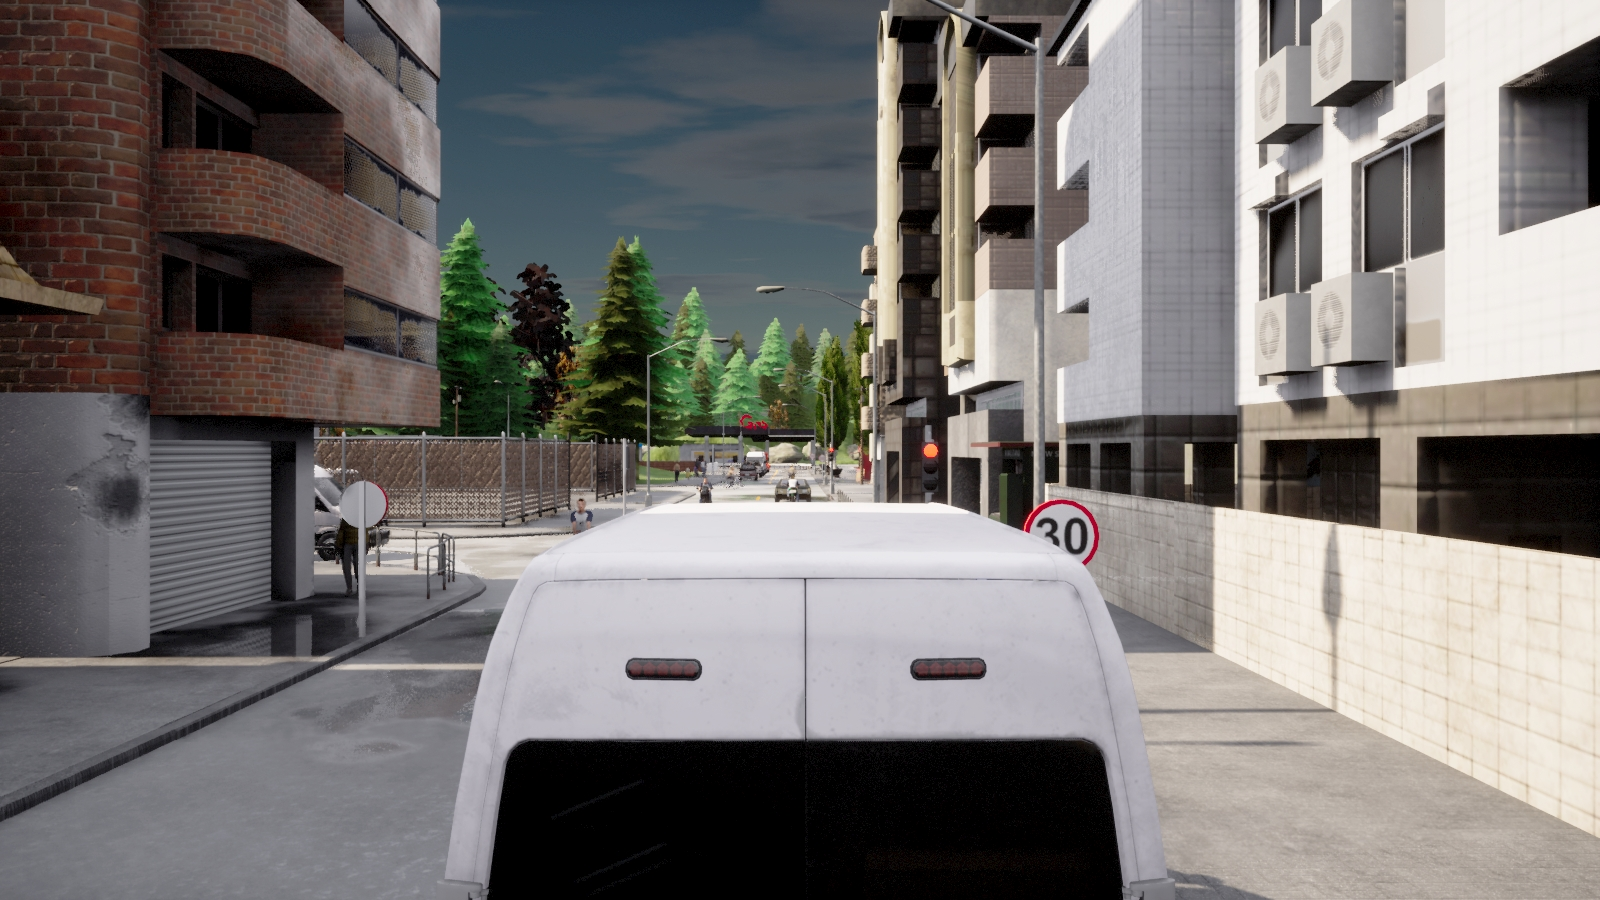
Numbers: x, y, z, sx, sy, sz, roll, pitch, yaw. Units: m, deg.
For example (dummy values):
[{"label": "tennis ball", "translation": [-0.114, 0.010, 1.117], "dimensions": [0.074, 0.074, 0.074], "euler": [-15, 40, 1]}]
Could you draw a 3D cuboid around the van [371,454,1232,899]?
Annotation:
[{"label": "van", "translation": [-0.009, 1.312, 5.597], "dimensions": [1.988, 2.561, 5.915], "euler": [0, 0, 0]}]

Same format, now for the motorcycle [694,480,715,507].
[{"label": "motorcycle", "translation": [-4.334, 1.973, 52.180], "dimensions": [0.803, 1.145, 2.033], "euler": [0, 0, 0]}]

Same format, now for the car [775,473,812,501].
[{"label": "car", "translation": [-0.339, 1.912, 60.159], "dimensions": [1.895, 1.301, 4.718], "euler": [0, 0, 0]}]

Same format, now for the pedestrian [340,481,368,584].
[{"label": "pedestrian", "translation": [-8.204, 1.507, 21.015], "dimensions": [0.375, 1.860, 0.375], "euler": [0, 0, -2]}]
